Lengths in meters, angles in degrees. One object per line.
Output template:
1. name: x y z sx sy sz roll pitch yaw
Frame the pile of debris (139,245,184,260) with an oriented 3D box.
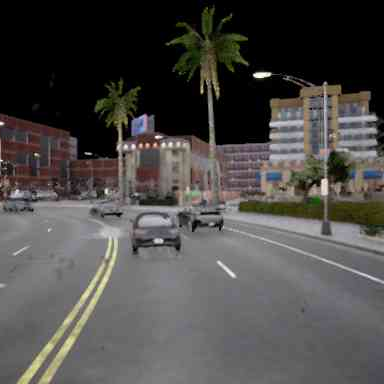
1. pile of debris: -1.175 2.198 12.230 1.500 0.140 1.860 0 0 -10

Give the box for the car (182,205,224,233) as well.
1. car: 0.362 1.518 20.123 2.128 1.511 4.902 0 0 -16

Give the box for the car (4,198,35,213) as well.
1. car: -20.186 1.718 38.883 4.181 1.385 1.994 -1 0 39

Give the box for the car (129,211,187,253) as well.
1. car: -1.605 1.550 13.812 1.812 1.442 4.674 0 0 -11

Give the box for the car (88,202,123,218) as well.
1. car: -8.077 1.630 30.879 2.033 1.411 5.357 0 0 -32

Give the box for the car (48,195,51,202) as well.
1. car: -34.354 1.688 81.041 4.193 1.474 1.816 0 0 17
